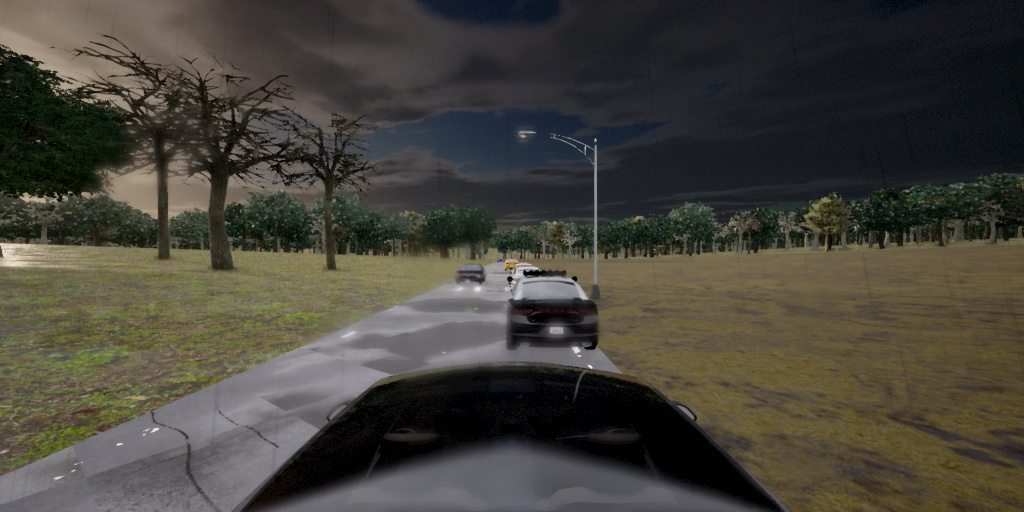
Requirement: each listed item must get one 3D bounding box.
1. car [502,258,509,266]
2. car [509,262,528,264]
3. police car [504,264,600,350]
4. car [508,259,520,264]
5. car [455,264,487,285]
[{"bbox_3d":[0.028,1.142,48.502,1.882,1.535,5.008,0,0,0],"label":"car"},{"bbox_3d":[0.822,1.260,19.103,1.812,1.442,4.674,0,0,0],"label":"car"},{"bbox_3d":[0.823,1.171,9.213,1.930,1.638,5.238,0,0,0],"label":"police car"},{"bbox_3d":[0.820,1.180,25.293,1.801,1.575,5.366,0,0,0],"label":"car"},{"bbox_3d":[-2.855,1.271,25.932,2.033,1.411,5.357,0,0,0],"label":"car"}]
